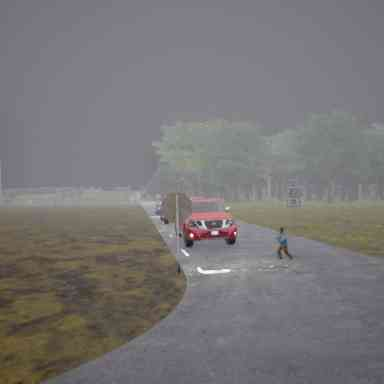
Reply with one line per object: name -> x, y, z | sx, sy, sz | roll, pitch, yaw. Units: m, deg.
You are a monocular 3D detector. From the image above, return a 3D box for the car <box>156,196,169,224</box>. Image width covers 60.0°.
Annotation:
car -> -1.303, 1.330, 26.300 | 2.150, 2.045, 5.566 | -2, 0, -10

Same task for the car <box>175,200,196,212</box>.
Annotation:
car -> -0.839, 1.686, 40.992 | 1.994, 1.385, 4.181 | -2, 0, -10

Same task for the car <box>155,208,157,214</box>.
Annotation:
car -> -2.986, 1.694, 36.109 | 1.812, 1.442, 4.674 | -2, 0, -9

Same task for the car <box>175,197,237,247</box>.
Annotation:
car -> 0.448, 1.298, 16.086 | 2.150, 2.045, 5.566 | -2, 0, -10

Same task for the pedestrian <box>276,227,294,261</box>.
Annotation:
pedestrian -> 2.988, 1.699, 10.805 | 0.500, 1.100, 0.500 | -2, 0, -10
